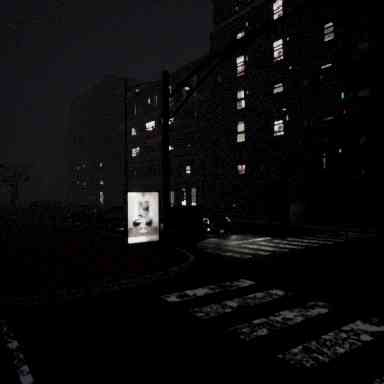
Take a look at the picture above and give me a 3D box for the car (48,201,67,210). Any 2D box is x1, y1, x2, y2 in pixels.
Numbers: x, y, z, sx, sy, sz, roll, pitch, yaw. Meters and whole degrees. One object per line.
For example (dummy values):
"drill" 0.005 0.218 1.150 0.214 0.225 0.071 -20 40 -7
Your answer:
"car" -23.353 2.332 57.781 1.882 1.535 5.008 -1 -1 -36

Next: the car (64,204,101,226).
"car" -8.800 1.969 27.669 2.008 1.369 4.403 -2 0 -36

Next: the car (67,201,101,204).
"car" -11.903 2.054 36.589 1.812 1.442 4.674 -1 -1 -36

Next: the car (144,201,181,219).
"car" -3.130 1.823 34.557 1.967 1.590 4.097 -2 0 -36

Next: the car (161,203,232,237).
"car" 0.275 1.579 19.888 2.097 1.767 4.553 -1 -1 -37

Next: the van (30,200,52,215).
"van" -19.828 2.034 43.010 1.690 1.788 3.998 -2 0 -36

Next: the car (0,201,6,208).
"car" -44.710 2.861 77.303 1.887 1.381 4.507 -2 0 -36

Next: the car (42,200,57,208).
"car" -31.386 2.527 73.219 1.967 1.590 4.097 -2 0 -36

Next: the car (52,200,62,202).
"car" -20.788 1.958 48.976 1.994 1.385 4.181 -1 -1 -36

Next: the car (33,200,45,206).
"car" -37.931 2.796 82.229 1.887 1.381 4.507 -2 0 -36

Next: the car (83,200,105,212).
"car" -15.012 2.118 50.696 1.967 1.590 4.097 -2 0 -36

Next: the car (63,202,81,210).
"car" -21.560 2.423 59.703 1.802 1.307 4.206 -2 0 -36

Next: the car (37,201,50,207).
"car" -34.656 2.735 77.724 1.947 1.339 4.313 -2 0 -36

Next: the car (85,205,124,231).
"car" -5.526 1.887 23.164 2.008 1.369 4.403 -2 0 -36

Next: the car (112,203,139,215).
"car" -8.401 2.096 41.730 1.802 1.307 4.206 -2 0 -36

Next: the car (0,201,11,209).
"car" -38.162 2.703 68.293 2.008 1.369 4.403 -2 0 -36

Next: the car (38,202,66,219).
"car" -14.895 2.114 36.133 1.887 1.381 4.507 -2 0 -36

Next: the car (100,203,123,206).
"car" -5.781 1.881 28.162 1.837 1.490 4.892 -1 -1 -36
